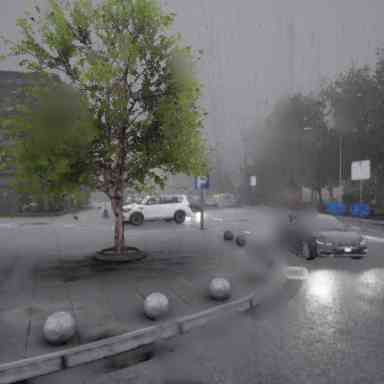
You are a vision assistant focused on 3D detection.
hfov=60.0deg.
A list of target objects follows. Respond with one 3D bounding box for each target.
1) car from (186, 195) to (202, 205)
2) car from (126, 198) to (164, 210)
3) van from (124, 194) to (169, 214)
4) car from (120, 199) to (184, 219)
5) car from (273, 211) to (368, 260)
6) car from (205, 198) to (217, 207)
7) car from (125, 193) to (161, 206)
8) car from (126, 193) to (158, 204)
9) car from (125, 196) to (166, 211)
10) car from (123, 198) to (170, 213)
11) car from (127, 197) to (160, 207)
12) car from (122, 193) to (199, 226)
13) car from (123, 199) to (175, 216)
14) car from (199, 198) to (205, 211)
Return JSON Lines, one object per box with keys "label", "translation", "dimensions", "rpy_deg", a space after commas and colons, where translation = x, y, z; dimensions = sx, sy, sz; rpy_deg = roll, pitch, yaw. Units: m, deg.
{"label": "car", "translation": [0.285, 1.380, 61.976], "dimensions": [2.097, 1.767, 4.553], "rpy_deg": [0, 0, -10]}
{"label": "car", "translation": [-6.301, 1.534, 44.813], "dimensions": [4.674, 1.452, 2.002], "rpy_deg": [-1, 0, -30]}
{"label": "van", "translation": [-4.869, 1.266, 35.869], "dimensions": [4.442, 1.987, 1.878], "rpy_deg": [-1, 0, -30]}
{"label": "car", "translation": [-3.575, 1.483, 30.107], "dimensions": [5.366, 1.575, 1.946], "rpy_deg": [-1, 0, -30]}
{"label": "car", "translation": [4.507, 1.504, 12.468], "dimensions": [1.837, 1.490, 4.892], "rpy_deg": [0, 0, -5]}
{"label": "car", "translation": [2.383, 1.575, 50.211], "dimensions": [1.994, 1.385, 4.181], "rpy_deg": [0, 0, -10]}
{"label": "car", "translation": [-8.308, 1.254, 56.669], "dimensions": [5.566, 2.045, 2.435], "rpy_deg": [-1, 0, -30]}
{"label": "car", "translation": [-9.839, 1.273, 65.555], "dimensions": [5.566, 2.045, 2.435], "rpy_deg": [-1, 0, -30]}
{"label": "car", "translation": [-5.824, 1.367, 41.842], "dimensions": [4.553, 1.767, 2.185], "rpy_deg": [-1, 0, -30]}
{"label": "car", "translation": [-5.272, 1.491, 38.890], "dimensions": [5.008, 1.535, 2.097], "rpy_deg": [-1, 0, -30]}
{"label": "car", "translation": [-7.799, 1.531, 53.712], "dimensions": [4.792, 1.488, 2.163], "rpy_deg": [-1, 0, -30]}
{"label": "car", "translation": [-2.717, 1.236, 24.072], "dimensions": [5.566, 2.045, 2.435], "rpy_deg": [-1, 0, -30]}
{"label": "car", "translation": [-4.258, 1.529, 32.974], "dimensions": [4.674, 1.452, 2.002], "rpy_deg": [-1, 0, -30]}
{"label": "car", "translation": [-0.150, 1.607, 40.267], "dimensions": [1.895, 1.301, 4.718], "rpy_deg": [0, 0, -10]}
